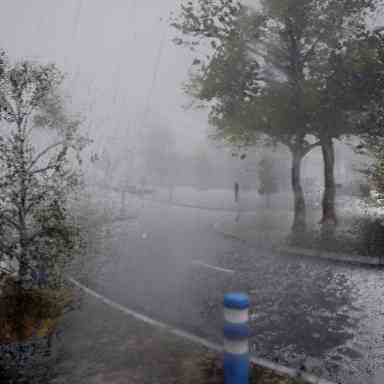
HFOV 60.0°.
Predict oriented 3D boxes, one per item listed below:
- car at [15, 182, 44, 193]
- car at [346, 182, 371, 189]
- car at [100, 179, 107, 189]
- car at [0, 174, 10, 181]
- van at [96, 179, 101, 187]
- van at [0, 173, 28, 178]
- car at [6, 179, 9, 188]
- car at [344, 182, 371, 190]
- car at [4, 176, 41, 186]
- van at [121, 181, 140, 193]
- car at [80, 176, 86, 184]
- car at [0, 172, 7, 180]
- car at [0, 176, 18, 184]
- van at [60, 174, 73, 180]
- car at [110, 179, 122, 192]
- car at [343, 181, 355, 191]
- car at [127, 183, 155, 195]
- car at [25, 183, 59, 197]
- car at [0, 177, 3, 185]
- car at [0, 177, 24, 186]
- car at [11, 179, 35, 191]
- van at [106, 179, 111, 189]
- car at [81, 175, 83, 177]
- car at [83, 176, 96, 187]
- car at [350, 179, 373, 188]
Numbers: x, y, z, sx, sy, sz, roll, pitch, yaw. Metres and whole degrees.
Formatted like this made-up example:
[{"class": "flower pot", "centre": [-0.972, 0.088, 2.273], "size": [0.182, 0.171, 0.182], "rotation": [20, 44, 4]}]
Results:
[{"class": "car", "centre": [-22.416, -0.323, 48.280], "size": [2.163, 1.488, 4.792], "rotation": [5, 5, 31]}, {"class": "car", "centre": [37.839, -1.454, 75.496], "size": [4.674, 1.452, 2.002], "rotation": [-2, 3, 13]}, {"class": "car", "centre": [-15.612, -1.408, 67.391], "size": [2.185, 1.767, 4.553], "rotation": [5, 4, 33]}, {"class": "car", "centre": [-44.502, -3.336, 75.628], "size": [2.097, 1.535, 5.008], "rotation": [5, 5, 31]}, {"class": "van", "centre": [-17.337, -1.766, 69.894], "size": [1.878, 1.987, 4.442], "rotation": [5, 4, 33]}, {"class": "van", "centre": [-31.733, -1.817, 59.542], "size": [1.878, 1.987, 4.442], "rotation": [5, 5, 31]}, {"class": "car", "centre": [-26.149, -0.819, 52.790], "size": [2.163, 1.488, 4.792], "rotation": [5, 5, 31]}, {"class": "car", "centre": [36.262, -1.275, 72.999], "size": [4.892, 1.521, 2.231], "rotation": [-2, 4, 13]}, {"class": "car", "centre": [-27.962, -1.225, 55.112], "size": [2.185, 1.767, 4.553], "rotation": [5, 5, 31]}, {"class": "van", "centre": [-10.112, -0.746, 60.360], "size": [1.878, 1.987, 4.442], "rotation": [5, 4, 33]}, {"class": "car", "centre": [-22.865, -2.276, 76.966], "size": [2.163, 1.488, 4.792], "rotation": [5, 4, 32]}, {"class": "car", "centre": [-46.307, -3.707, 77.924], "size": [2.185, 1.767, 4.553], "rotation": [5, 5, 31]}, {"class": "car", "centre": [-39.029, -2.591, 68.771], "size": [2.097, 1.535, 5.008], "rotation": [5, 5, 31]}, {"class": "van", "centre": [-32.076, -3.808, 88.781], "size": [1.878, 1.987, 4.442], "rotation": [5, 4, 31]}, {"class": "car", "centre": [-11.987, -1.023, 62.614], "size": [2.435, 2.045, 5.566], "rotation": [6, 4, 33]}, {"class": "car", "centre": [34.620, -1.026, 70.540], "size": [4.792, 1.488, 2.163], "rotation": [-2, 4, 14]}, {"class": "car", "centre": [-8.387, -0.264, 57.889], "size": [2.097, 1.535, 5.008], "rotation": [5, 4, 33]}, {"class": "car", "centre": [-20.574, -0.062, 45.973], "size": [2.002, 1.452, 4.674], "rotation": [5, 5, 31]}, {"class": "car", "centre": [-29.843, -1.349, 57.377], "size": [2.097, 1.535, 5.008], "rotation": [5, 5, 31]}, {"class": "car", "centre": [-35.362, -2.094, 64.210], "size": [2.097, 1.535, 5.008], "rotation": [5, 5, 31]}, {"class": "car", "centre": [-24.257, -0.727, 50.547], "size": [2.185, 1.767, 4.553], "rotation": [5, 5, 31]}, {"class": "van", "centre": [-13.840, -1.251, 64.925], "size": [1.878, 1.987, 4.442], "rotation": [6, 4, 33]}, {"class": "car", "centre": [-24.689, -2.812, 79.323], "size": [2.435, 2.045, 5.566], "rotation": [5, 4, 32]}, {"class": "car", "centre": [-21.039, -2.048, 74.570], "size": [2.231, 1.521, 4.892], "rotation": [6, 4, 32]}, {"class": "car", "centre": [40.894, -2.050, 80.503], "size": [4.553, 1.767, 2.185], "rotation": [-2, 3, 12]}]
